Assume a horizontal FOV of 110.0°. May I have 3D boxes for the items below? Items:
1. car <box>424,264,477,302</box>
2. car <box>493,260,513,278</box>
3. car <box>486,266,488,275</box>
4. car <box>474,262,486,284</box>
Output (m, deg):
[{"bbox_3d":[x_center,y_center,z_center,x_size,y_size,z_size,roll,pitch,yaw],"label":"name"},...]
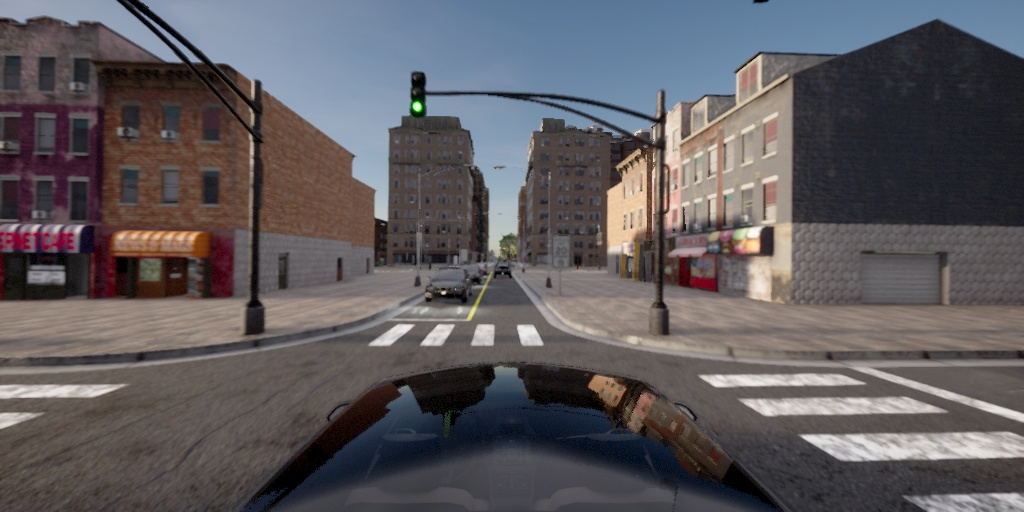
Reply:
[{"bbox_3d":[-2.932,1.316,17.427,1.837,1.490,4.892,1,0,-2],"label":"car"},{"bbox_3d":[-0.996,1.473,38.160,1.837,1.490,4.892,1,0,-2],"label":"car"},{"bbox_3d":[-3.801,1.482,41.633,1.812,1.442,4.674,1,0,-2],"label":"car"},{"bbox_3d":[-3.338,1.383,28.551,1.837,1.490,4.892,1,0,-2],"label":"car"}]
